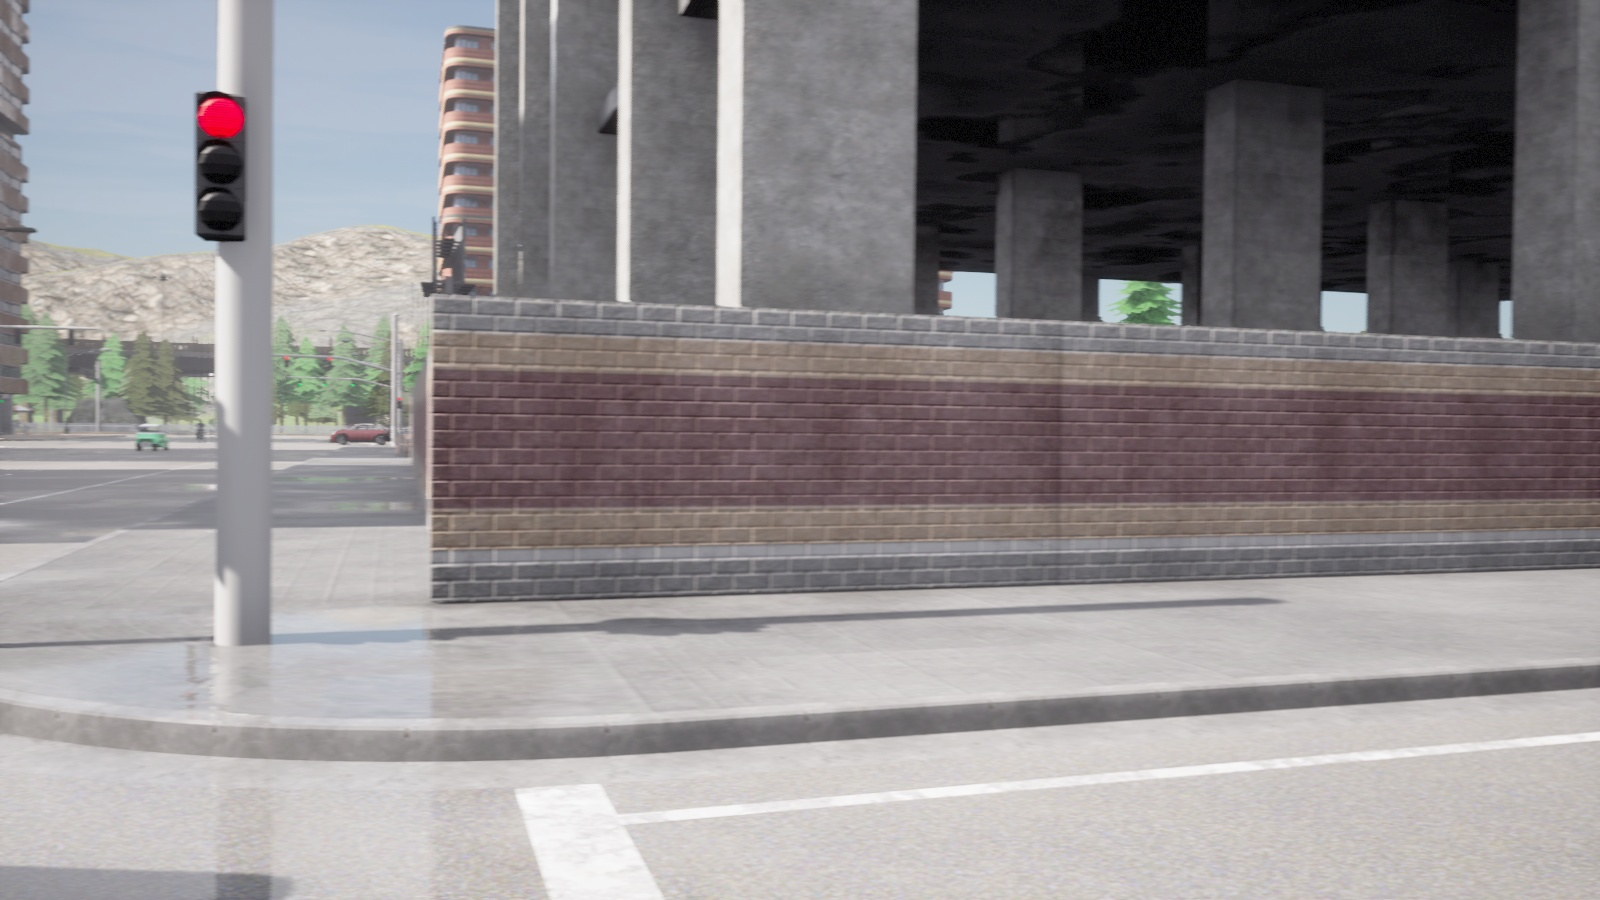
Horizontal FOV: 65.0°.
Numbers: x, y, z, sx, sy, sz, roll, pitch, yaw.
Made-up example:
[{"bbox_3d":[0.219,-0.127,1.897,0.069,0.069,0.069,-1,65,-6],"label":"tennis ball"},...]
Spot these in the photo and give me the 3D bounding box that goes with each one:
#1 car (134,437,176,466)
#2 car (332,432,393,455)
[{"bbox_3d":[-32.134,0.059,62.644,1.481,1.376,2.207,-1,1,-17],"label":"car"},{"bbox_3d":[-29.763,-0.461,85.515,3.806,1.475,1.970,-1,1,-18],"label":"car"}]
